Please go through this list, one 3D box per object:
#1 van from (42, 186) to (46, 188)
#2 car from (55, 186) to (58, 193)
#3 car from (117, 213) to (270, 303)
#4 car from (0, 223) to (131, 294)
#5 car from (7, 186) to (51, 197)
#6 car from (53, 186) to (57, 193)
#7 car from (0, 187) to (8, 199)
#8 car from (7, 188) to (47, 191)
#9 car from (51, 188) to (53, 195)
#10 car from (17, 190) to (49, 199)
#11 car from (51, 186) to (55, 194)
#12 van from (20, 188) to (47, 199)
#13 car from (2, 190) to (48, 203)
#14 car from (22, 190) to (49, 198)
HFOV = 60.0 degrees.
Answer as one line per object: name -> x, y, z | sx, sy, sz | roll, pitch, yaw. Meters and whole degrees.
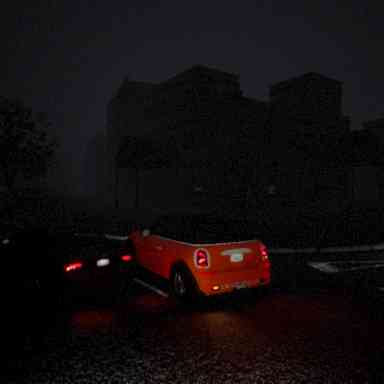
van -> -25.332, 0.538, 51.321 | 4.442, 1.987, 1.878 | 0, 1, -23
car -> -37.127, -0.487, 84.780 | 5.566, 2.045, 2.435 | 0, 1, -15
car -> -0.147, 1.347, 8.603 | 2.097, 1.767, 4.553 | 0, 0, -30
car -> -3.624, 1.541, 8.865 | 2.033, 1.411, 5.357 | 0, 0, -44
car -> -26.268, 0.448, 53.905 | 5.566, 2.045, 2.435 | 0, 1, -22
car -> -35.602, -0.051, 79.541 | 4.792, 1.488, 2.163 | 0, 2, -16
car -> -31.582, 0.504, 54.553 | 2.097, 1.767, 4.553 | 0, 1, -22
car -> -24.128, 0.703, 48.841 | 4.553, 1.767, 2.185 | 0, 1, -23
car -> -32.163, 0.287, 69.045 | 4.792, 1.488, 2.163 | 0, 2, -19
car -> -30.451, 0.411, 63.858 | 5.366, 1.575, 1.946 | 0, 2, -20
car -> -33.895, 0.095, 74.221 | 4.892, 1.521, 2.231 | 0, 2, -18
van -> -29.196, 0.264, 61.405 | 4.442, 1.987, 1.878 | 0, 2, -21
car -> -23.095, 0.893, 46.290 | 4.892, 1.521, 2.231 | 0, 1, -23
car -> -31.217, 0.377, 66.484 | 4.674, 1.452, 2.002 | 0, 2, -20
